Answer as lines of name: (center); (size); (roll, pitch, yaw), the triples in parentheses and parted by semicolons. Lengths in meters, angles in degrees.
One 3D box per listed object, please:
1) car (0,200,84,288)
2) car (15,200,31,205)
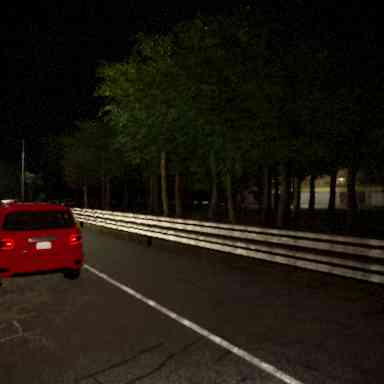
car: (-4.929, 1.349, 9.840); (2.150, 2.045, 5.566); (1, -1, -35)
car: (-42.224, 2.635, 83.253); (1.895, 1.301, 4.718); (0, -1, -3)
